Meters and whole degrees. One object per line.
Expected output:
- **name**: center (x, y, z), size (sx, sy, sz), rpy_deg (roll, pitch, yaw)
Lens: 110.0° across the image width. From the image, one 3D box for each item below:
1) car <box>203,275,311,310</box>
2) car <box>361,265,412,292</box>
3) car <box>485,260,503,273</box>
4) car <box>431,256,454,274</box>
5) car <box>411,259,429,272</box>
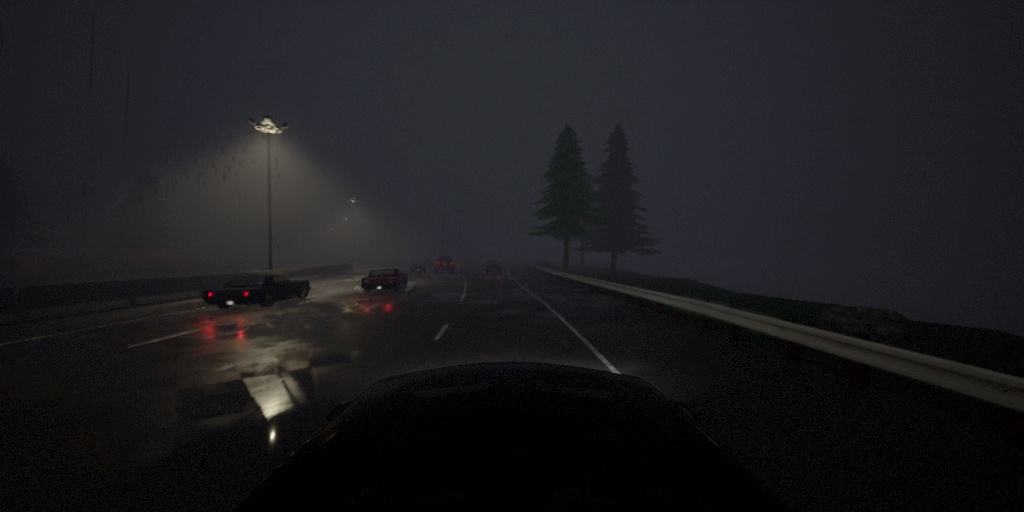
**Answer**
- **car**: center (-10.751, 1.462, 15.639), size (1.895, 1.301, 4.718), rpy_deg (-1, 0, -5)
- **car**: center (-7.521, 1.414, 21.635), size (1.895, 1.301, 4.718), rpy_deg (-1, 0, -8)
- **car**: center (-2.122, 1.243, 42.126), size (1.812, 1.442, 4.674), rpy_deg (-1, 0, -2)
- **car**: center (-8.184, 1.010, 42.972), size (2.150, 2.045, 5.566), rpy_deg (0, 0, -14)
- **car**: center (-12.339, 1.436, 46.887), size (1.895, 1.301, 4.718), rpy_deg (-1, 0, -17)
